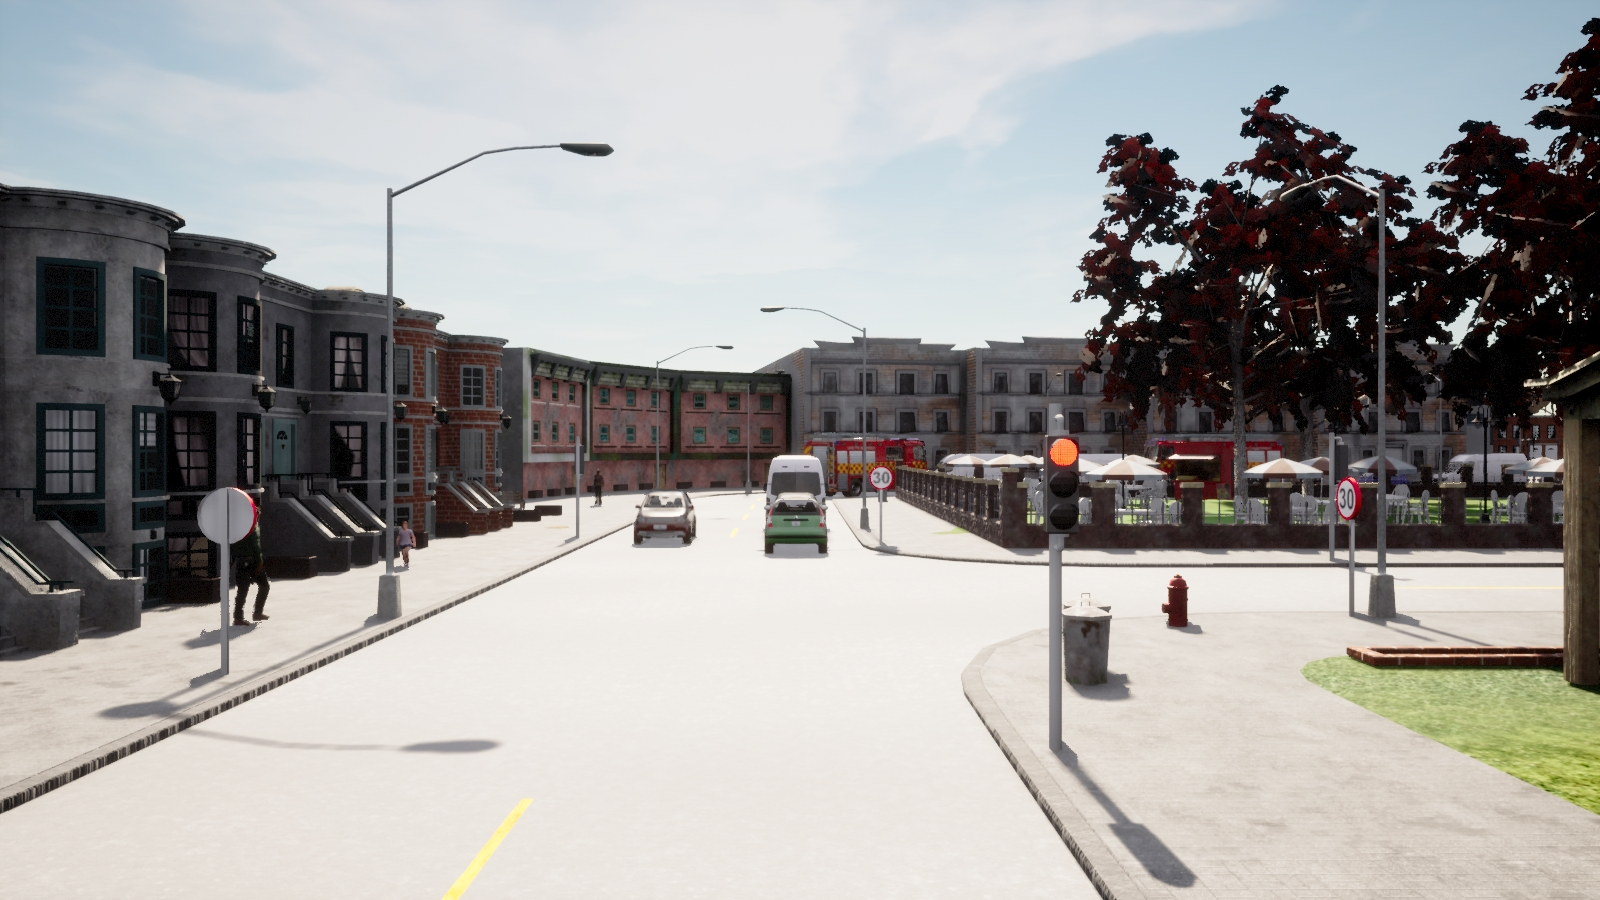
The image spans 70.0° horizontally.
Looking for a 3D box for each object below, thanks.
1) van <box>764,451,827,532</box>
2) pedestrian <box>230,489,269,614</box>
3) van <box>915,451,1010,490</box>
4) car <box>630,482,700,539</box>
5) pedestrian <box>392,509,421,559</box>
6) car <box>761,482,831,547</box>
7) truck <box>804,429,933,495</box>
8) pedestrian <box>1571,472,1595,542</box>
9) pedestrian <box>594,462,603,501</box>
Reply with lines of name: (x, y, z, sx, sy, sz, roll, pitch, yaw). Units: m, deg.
van: (-0.147, 1.315, 39.074, 1.988, 2.561, 5.915, 0, 0, 0)
pedestrian: (-8.341, 1.524, 17.309, 0.375, 1.860, 0.375, 0, 0, 24)
van: (10.550, 1.314, 74.428, 5.915, 2.561, 1.988, 0, 0, 0)
car: (-4.071, 1.805, 34.821, 1.789, 1.549, 3.705, 0, 0, -1)
pedestrian: (-8.913, 1.904, 25.879, 0.500, 1.100, 0.500, 0, 0, -5)
car: (-0.119, 1.779, 32.373, 1.851, 1.617, 3.988, 0, 0, 0)
truck: (4.295, 0.672, 70.228, 8.468, 3.827, 2.891, 0, 0, -43)
pedestrian: (20.968, 1.525, 30.594, 0.375, 1.860, 0.375, 0, 0, 0)
pedestrian: (-9.644, 1.525, 54.739, 0.375, 1.860, 0.375, 0, 0, 3)
